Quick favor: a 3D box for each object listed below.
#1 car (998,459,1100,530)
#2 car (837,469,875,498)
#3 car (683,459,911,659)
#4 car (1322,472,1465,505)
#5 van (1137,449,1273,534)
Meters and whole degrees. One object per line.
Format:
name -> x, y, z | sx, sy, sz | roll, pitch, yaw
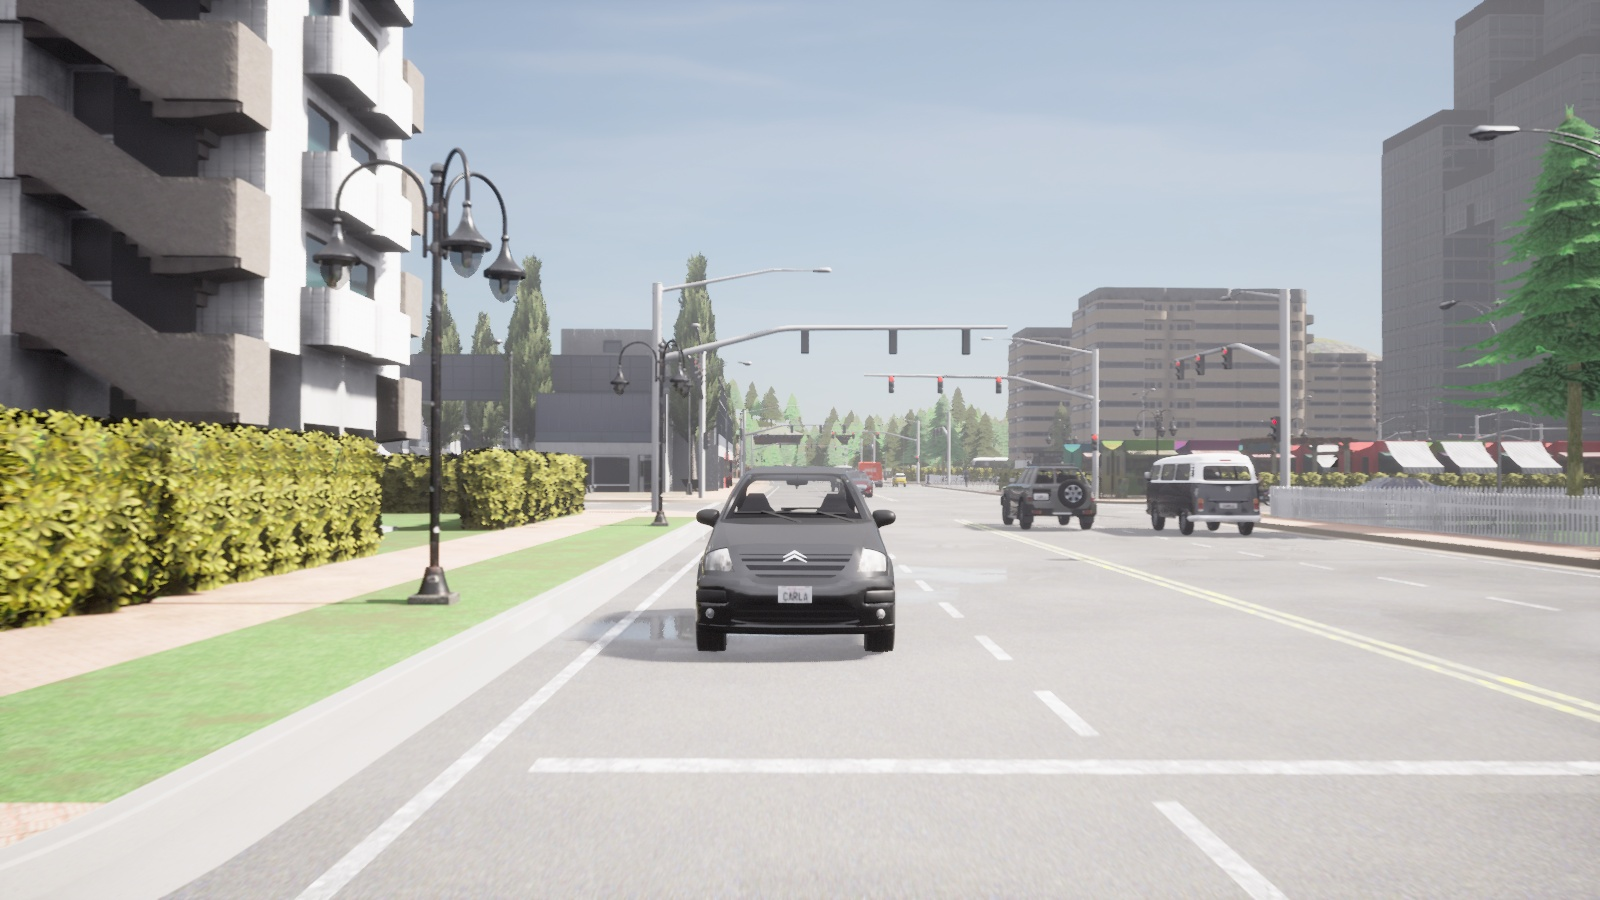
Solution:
car -> 6.912, 1.197, 35.312 | 1.932, 1.855, 4.605 | 0, -1, 0
car -> 3.318, 1.991, 74.981 | 2.033, 1.649, 4.856 | 0, -1, 0
car -> -0.030, 0.918, 12.183 | 1.851, 1.617, 3.988 | 0, -1, 0
car -> 26.262, 1.692, 55.662 | 5.357, 1.411, 2.033 | 0, -1, -1
van -> 10.420, 1.046, 32.725 | 2.069, 2.038, 4.480 | 0, -1, 0
